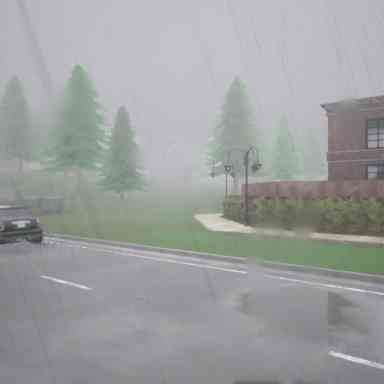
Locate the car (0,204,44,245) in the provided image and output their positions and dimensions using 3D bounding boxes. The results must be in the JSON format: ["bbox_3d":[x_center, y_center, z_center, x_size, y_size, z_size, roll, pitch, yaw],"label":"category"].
[{"bbox_3d":[-8.445,1.352,14.314,4.553,1.767,2.097,0,0,35],"label":"car"}]
